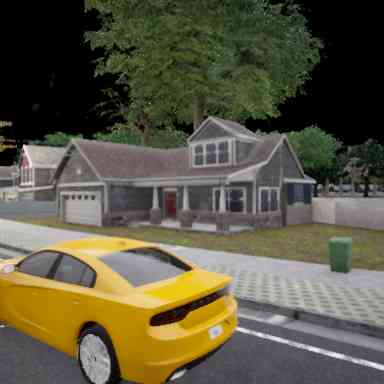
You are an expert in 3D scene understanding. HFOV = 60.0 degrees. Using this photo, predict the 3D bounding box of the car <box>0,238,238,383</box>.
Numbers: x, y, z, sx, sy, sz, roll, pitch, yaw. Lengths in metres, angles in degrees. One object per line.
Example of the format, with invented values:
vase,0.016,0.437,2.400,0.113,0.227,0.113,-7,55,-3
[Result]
car,-1.689,1.493,5.406,5.008,1.535,1.882,0,0,37
